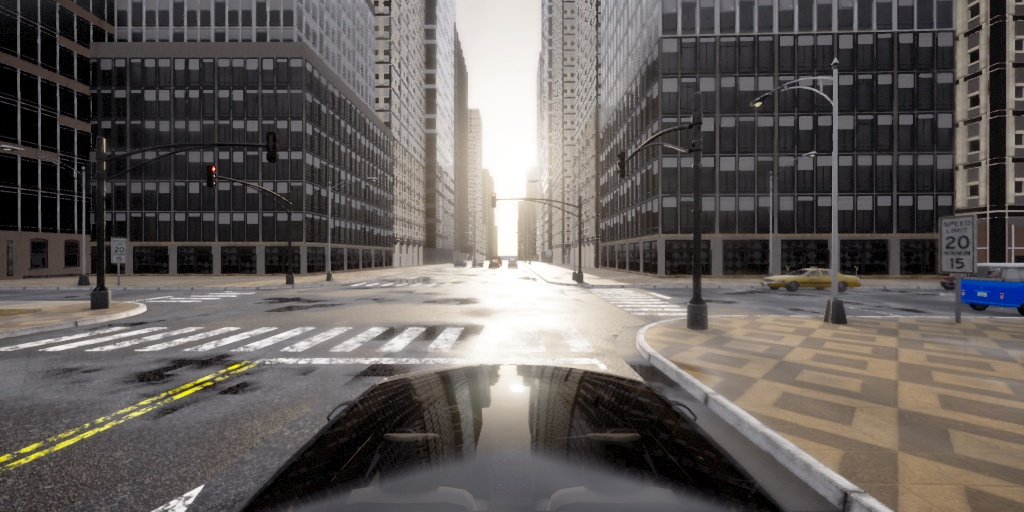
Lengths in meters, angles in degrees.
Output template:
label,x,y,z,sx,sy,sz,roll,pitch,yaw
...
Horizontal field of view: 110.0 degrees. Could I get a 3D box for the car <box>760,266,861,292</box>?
label,x,y,z,sx,sy,sz,roll,pitch,yaw
car,17.127,1.293,20.709,4.829,1.417,1.751,0,0,2

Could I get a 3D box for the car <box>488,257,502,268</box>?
label,x,y,z,sx,sy,sz,roll,pitch,yaw
car,-3.117,1.386,63.337,1.812,1.442,4.674,0,0,0

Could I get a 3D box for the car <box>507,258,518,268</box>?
label,x,y,z,sx,sy,sz,roll,pitch,yaw
car,0.133,1.408,63.330,2.033,1.411,5.357,0,0,0

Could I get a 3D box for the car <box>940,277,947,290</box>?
label,x,y,z,sx,sy,sz,roll,pitch,yaw
car,26.960,1.356,20.202,4.207,1.307,1.802,0,0,2

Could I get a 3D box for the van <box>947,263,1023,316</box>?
label,x,y,z,sx,sy,sz,roll,pitch,yaw
van,18.380,1.119,12.534,3.998,1.789,1.690,0,0,2
